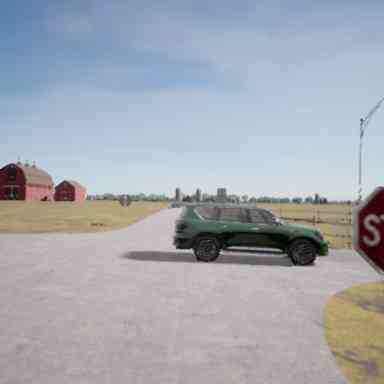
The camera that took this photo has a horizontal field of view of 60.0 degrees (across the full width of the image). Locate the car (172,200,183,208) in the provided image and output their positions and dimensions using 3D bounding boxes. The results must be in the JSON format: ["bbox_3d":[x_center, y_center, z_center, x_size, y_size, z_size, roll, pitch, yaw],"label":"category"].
[{"bbox_3d":[-2.757,2.280,64.214,1.994,1.385,4.181,0,-1,0],"label":"car"}]

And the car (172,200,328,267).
[{"bbox_3d":[2.050,1.487,12.351,5.566,2.045,2.150,2,-2,0],"label":"car"}]
